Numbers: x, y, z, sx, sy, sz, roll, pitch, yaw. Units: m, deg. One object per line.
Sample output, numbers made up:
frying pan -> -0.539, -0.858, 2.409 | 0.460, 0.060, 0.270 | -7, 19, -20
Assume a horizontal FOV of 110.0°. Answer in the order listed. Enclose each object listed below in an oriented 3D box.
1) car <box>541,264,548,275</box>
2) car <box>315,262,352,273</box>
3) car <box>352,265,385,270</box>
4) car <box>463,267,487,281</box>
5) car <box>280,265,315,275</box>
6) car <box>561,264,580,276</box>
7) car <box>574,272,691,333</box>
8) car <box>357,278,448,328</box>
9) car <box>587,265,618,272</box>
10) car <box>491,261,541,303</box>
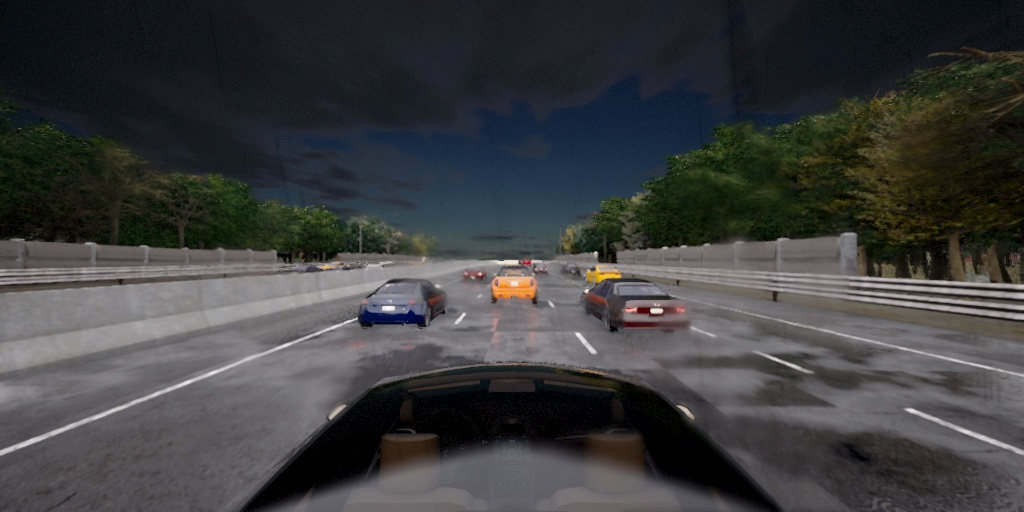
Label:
car -> 3.537, 1.672, 45.653 | 2.033, 1.411, 5.357 | 0, 0, 0
car -> -17.567, 1.633, 36.401 | 1.994, 1.385, 4.181 | 0, 0, 0
car -> -14.068, 1.595, 36.429 | 1.812, 1.442, 4.674 | 0, 0, 0
car -> -3.374, 1.652, 33.699 | 1.895, 1.301, 4.718 | 0, 0, 0
car -> -21.070, 1.616, 36.351 | 2.033, 1.411, 5.357 | 0, 0, 0
car -> 7.134, 1.639, 43.625 | 1.812, 1.442, 4.674 | 0, 0, 0
car -> 3.507, 1.407, 11.200 | 2.033, 1.411, 5.357 | 0, -1, 0
car -> -3.392, 1.429, 11.851 | 1.994, 1.385, 4.181 | 0, -1, 0
car -> 7.121, 1.491, 28.379 | 1.882, 1.535, 5.008 | 0, -1, 0
car -> 0.113, 1.275, 18.002 | 2.097, 1.767, 4.553 | 0, -1, 0
